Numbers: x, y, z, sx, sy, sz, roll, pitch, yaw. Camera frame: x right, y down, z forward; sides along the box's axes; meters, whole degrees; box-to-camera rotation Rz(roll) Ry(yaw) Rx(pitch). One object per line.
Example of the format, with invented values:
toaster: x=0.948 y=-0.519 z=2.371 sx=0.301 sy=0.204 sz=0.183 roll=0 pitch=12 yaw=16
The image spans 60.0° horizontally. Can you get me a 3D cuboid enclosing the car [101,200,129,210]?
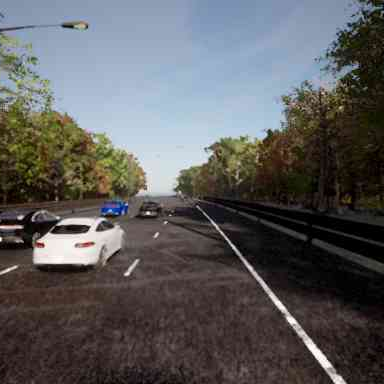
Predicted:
car: x=-7.259 y=1.495 z=31.823 sx=1.882 sy=1.535 sz=5.008 roll=0 pitch=0 yaw=-1

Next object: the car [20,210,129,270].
car: x=-3.457 y=1.525 z=10.867 sx=1.812 sy=1.442 sz=4.674 roll=0 pitch=0 yaw=0

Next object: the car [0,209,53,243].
car: x=-6.994 y=1.493 z=14.415 sx=2.128 sy=1.511 sz=4.902 roll=0 pitch=0 yaw=0

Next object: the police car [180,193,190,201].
police car: x=-1.643 y=1.646 z=90.786 sx=1.930 sy=1.638 sz=5.238 roll=0 pitch=0 yaw=-3

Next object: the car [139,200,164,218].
car: x=-3.716 y=1.520 z=30.360 sx=1.837 sy=1.490 sz=4.892 roll=0 pitch=0 yaw=-1
